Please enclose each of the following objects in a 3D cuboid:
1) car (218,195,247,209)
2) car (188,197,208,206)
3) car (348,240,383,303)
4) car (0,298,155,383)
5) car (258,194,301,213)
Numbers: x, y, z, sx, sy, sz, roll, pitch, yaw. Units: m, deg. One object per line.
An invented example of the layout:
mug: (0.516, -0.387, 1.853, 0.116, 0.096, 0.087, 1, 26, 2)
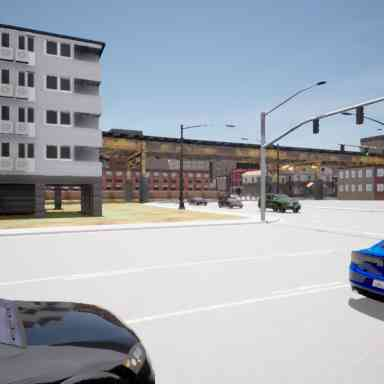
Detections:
car: (5.278, 1.526, 46.437, 1.812, 1.442, 4.674, 0, 0, -25)
car: (0.858, 1.547, 55.887, 2.033, 1.411, 5.357, 0, 0, -20)
car: (5.560, 1.478, 6.910, 5.008, 1.535, 1.882, 0, 0, -25)
car: (-2.418, 1.564, 2.758, 4.181, 1.385, 1.994, 0, 0, -32)
car: (9.651, 1.222, 37.283, 2.150, 2.045, 5.566, 0, 0, -26)
